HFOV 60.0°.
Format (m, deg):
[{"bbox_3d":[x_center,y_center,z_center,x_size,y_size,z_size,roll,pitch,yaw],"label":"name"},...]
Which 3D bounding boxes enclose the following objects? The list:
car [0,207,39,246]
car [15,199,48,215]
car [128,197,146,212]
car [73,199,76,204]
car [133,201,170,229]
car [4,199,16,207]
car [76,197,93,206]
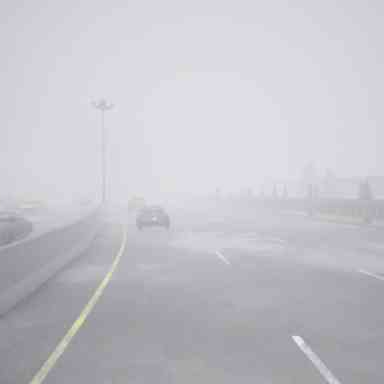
[{"bbox_3d":[-8.539,1.593,14.701,1.994,1.385,4.181,0,0,-10],"label":"car"},{"bbox_3d":[-16.435,1.532,34.729,1.882,1.535,5.008,0,0,-13],"label":"car"},{"bbox_3d":[-6.335,1.334,38.504,2.097,1.767,4.553,0,0,-13],"label":"car"},{"bbox_3d":[-25.599,2.029,75.397,2.097,1.767,4.553,0,-4,-13],"label":"car"},{"bbox_3d":[-2.618,1.547,21.696,1.994,1.385,4.181,0,0,-12],"label":"car"},{"bbox_3d":[-21.408,1.603,40.858,1.812,1.442,4.674,0,0,-13],"label":"car"},{"bbox_3d":[-17.421,1.507,54.997,1.882,1.535,5.008,0,0,-12],"label":"car"}]
